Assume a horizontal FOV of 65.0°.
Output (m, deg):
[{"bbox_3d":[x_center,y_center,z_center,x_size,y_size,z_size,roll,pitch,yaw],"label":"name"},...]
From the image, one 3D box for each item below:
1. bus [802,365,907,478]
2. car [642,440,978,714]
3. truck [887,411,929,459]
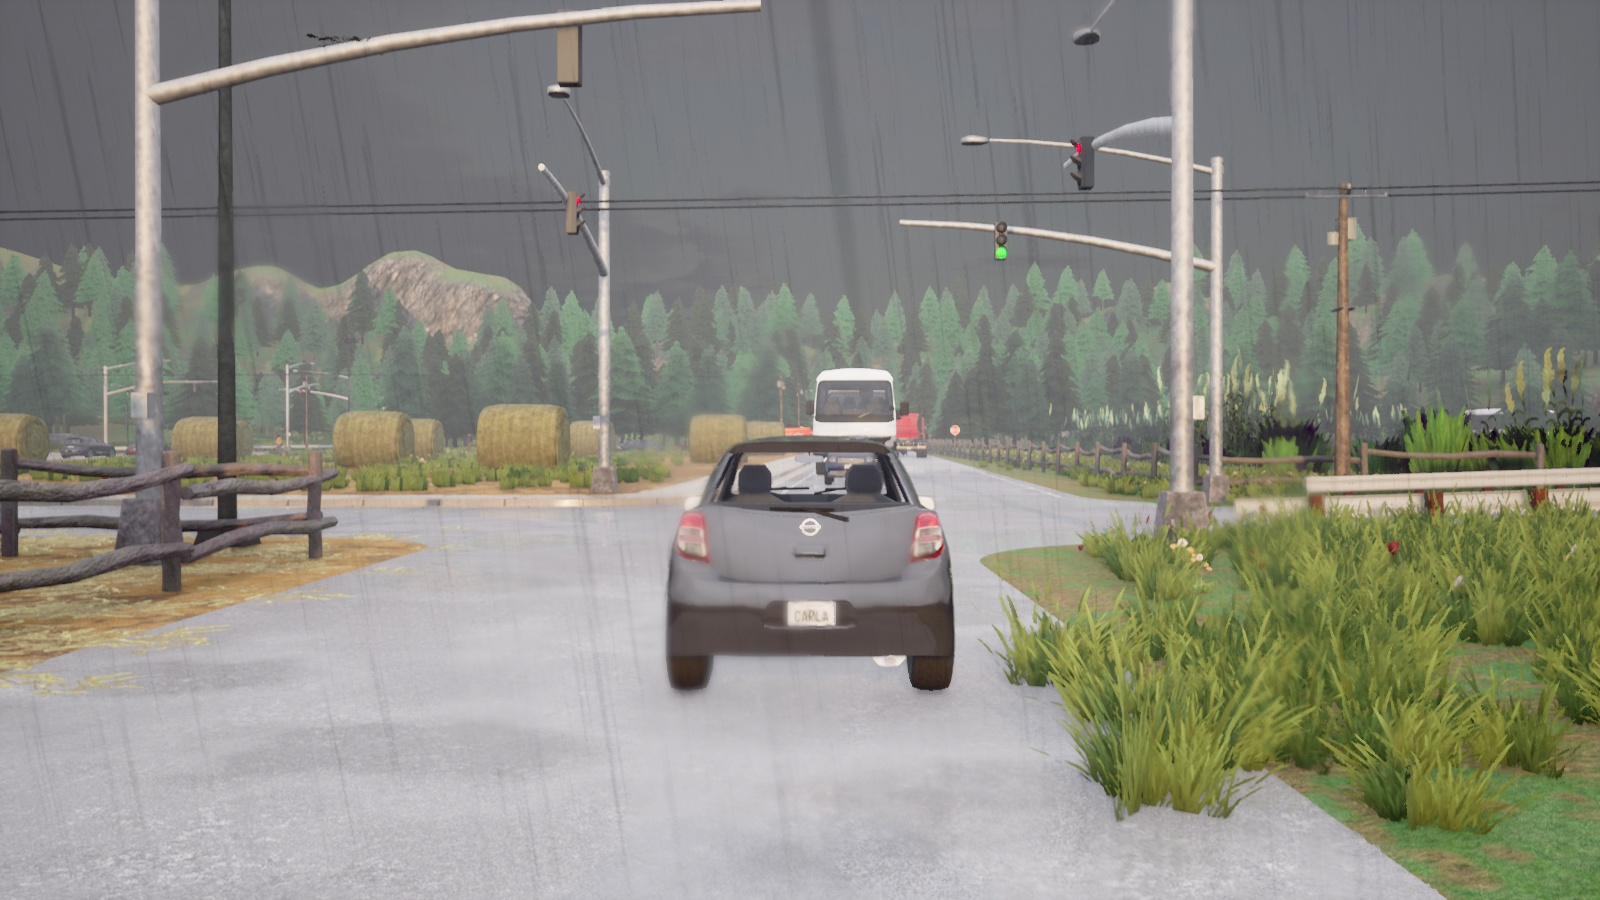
[{"bbox_3d":[2.322,-1.130,52.382,3.944,4.253,10.273,0,1,3],"label":"bus"},{"bbox_3d":[0.064,0.683,8.722,1.845,1.501,3.633,0,1,0],"label":"car"},{"bbox_3d":[8.153,-1.114,95.528,2.891,3.462,7.936,0,1,3],"label":"truck"}]
